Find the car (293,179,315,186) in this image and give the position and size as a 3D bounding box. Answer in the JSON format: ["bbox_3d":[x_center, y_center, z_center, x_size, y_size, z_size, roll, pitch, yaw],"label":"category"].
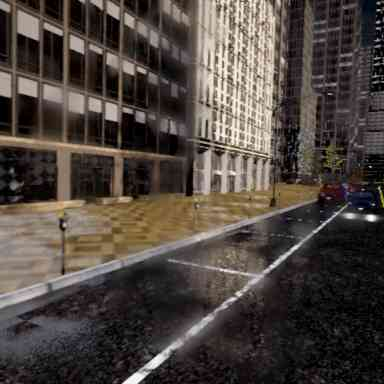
[{"bbox_3d":[28.484,-2.134,83.469,4.206,1.307,1.802,4,3,30],"label":"car"}]

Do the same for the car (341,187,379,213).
[{"bbox_3d":[12.513,0.639,24.328,2.033,1.411,5.357,3,3,29],"label":"car"}]

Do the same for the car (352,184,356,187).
[{"bbox_3d":[17.995,0.044,39.543,1.802,1.307,4.206,3,3,29],"label":"car"}]

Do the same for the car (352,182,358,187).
[{"bbox_3d":[20.616,-0.179,44.225,1.752,1.417,4.829,3,3,29],"label":"car"}]

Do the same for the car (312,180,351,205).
[{"bbox_3d":[12.599,0.121,29.860,2.192,1.841,5.009,3,3,29],"label":"car"}]

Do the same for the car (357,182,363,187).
[{"bbox_3d":[28.937,-0.903,58.795,2.192,1.841,5.009,3,3,29],"label":"car"}]
